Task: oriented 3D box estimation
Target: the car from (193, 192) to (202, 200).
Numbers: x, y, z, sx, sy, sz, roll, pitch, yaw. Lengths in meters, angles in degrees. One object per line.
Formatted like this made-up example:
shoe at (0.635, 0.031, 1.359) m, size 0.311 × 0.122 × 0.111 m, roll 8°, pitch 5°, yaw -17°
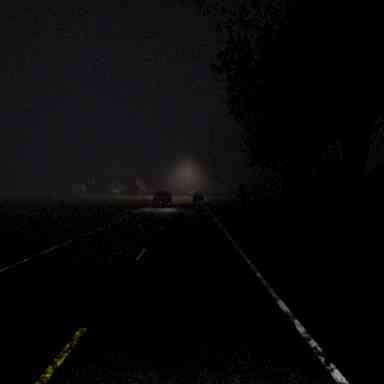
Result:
car at (1.055, 0.829, 66.113) m, size 1.837 × 1.490 × 4.892 m, roll 0°, pitch 1°, yaw 0°

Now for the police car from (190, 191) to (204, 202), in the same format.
police car at (1.055, 0.863, 56.221) m, size 1.930 × 1.638 × 5.238 m, roll 0°, pitch 1°, yaw 0°

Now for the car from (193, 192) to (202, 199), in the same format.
car at (1.057, 0.729, 72.114) m, size 1.882 × 1.535 × 5.008 m, roll 0°, pitch 1°, yaw 0°

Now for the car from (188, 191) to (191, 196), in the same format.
car at (0.008, 0.400, 90.478) m, size 2.128 × 1.511 × 4.902 m, roll 0°, pitch 1°, yaw 0°

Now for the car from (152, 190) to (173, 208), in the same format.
car at (-3.588, 0.822, 41.072) m, size 2.150 × 2.045 × 5.566 m, roll 0°, pitch 1°, yaw 0°
